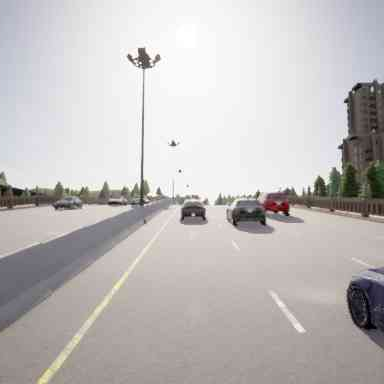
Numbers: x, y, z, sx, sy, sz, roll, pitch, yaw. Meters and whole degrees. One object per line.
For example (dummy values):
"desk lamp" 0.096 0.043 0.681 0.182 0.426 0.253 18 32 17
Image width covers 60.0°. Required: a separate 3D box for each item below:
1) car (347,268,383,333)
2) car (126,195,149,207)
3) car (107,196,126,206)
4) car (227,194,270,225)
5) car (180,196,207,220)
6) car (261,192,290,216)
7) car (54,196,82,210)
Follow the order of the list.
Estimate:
"car" 3.601 1.514 3.867 1.812 1.442 4.674 0 0 0
"car" -7.053 1.215 45.117 2.128 1.511 4.902 0 0 0
"car" -10.535 1.285 47.264 2.033 1.411 5.357 0 -1 1
"car" 3.603 1.210 22.730 2.097 1.767 4.553 0 0 0
"car" 0.104 1.340 26.396 1.837 1.490 4.892 0 1 0
"car" 7.103 1.032 29.894 2.150 2.045 5.566 0 0 0
"car" -14.085 1.258 37.988 1.837 1.490 4.892 0 0 0
